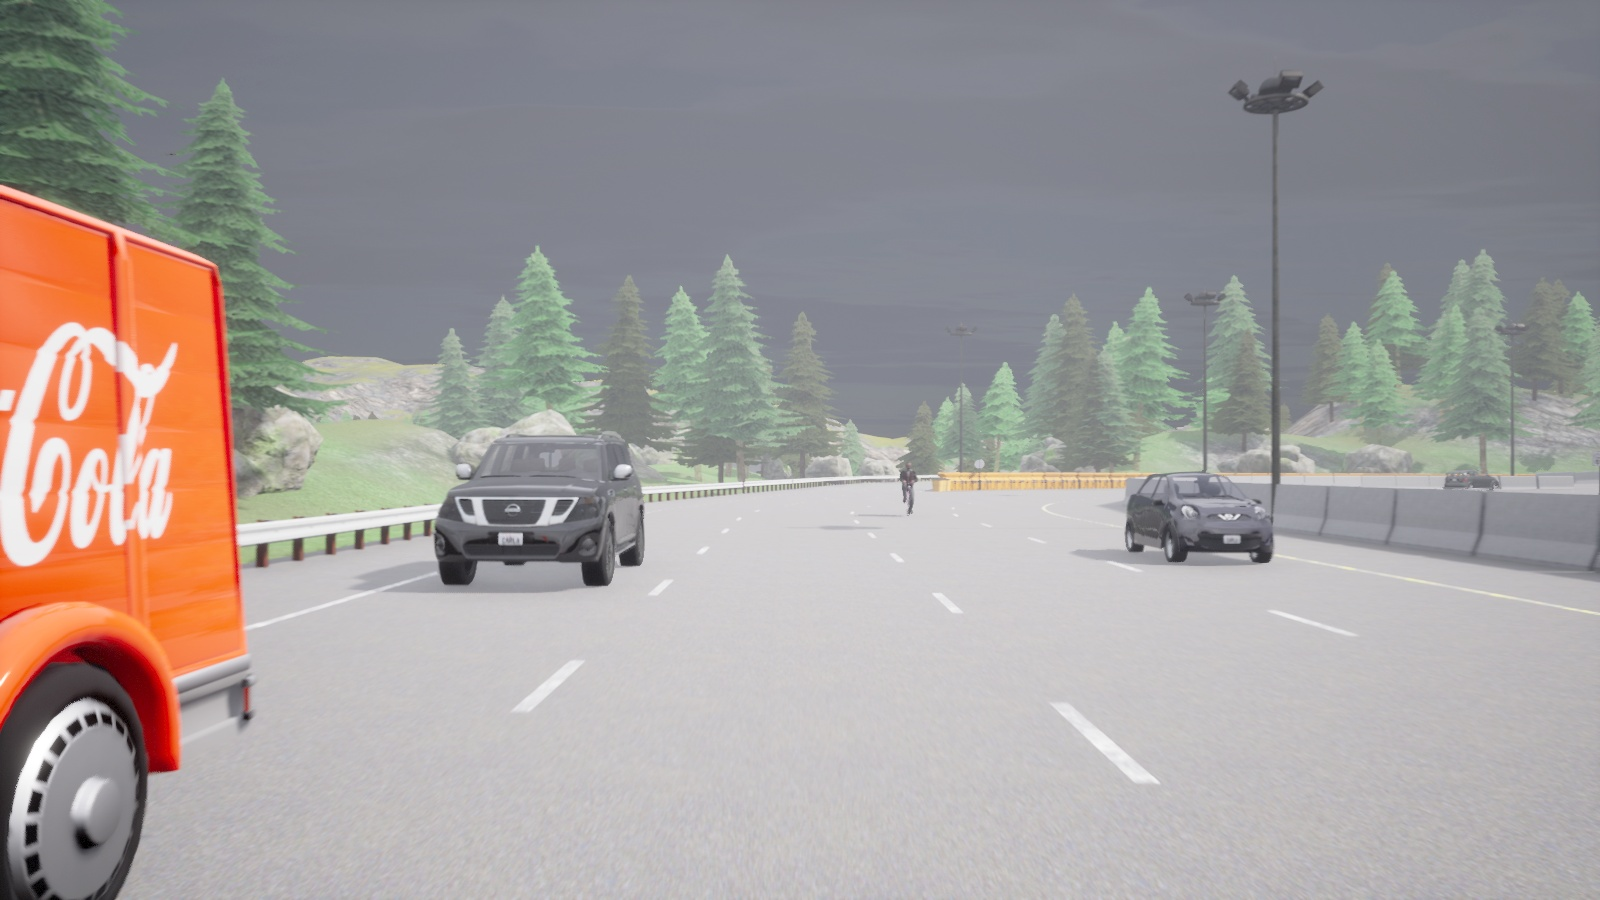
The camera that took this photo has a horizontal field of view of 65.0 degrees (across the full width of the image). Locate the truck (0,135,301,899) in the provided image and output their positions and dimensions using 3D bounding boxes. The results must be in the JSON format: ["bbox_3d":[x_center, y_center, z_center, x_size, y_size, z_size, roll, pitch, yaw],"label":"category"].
[{"bbox_3d":[-3.503,0.373,2.868,2.627,2.467,5.204,0,0,0],"label":"truck"}]

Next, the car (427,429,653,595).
[{"bbox_3d":[-3.545,0.806,18.300,2.150,2.045,5.566,0,-1,0],"label":"car"}]

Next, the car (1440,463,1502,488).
[{"bbox_3d":[44.221,1.700,82.711,3.705,1.549,1.789,-1,-1,-28],"label":"car"}]

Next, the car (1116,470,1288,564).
[{"bbox_3d":[6.946,1.114,22.104,1.845,1.501,3.633,0,-1,0],"label":"car"}]
